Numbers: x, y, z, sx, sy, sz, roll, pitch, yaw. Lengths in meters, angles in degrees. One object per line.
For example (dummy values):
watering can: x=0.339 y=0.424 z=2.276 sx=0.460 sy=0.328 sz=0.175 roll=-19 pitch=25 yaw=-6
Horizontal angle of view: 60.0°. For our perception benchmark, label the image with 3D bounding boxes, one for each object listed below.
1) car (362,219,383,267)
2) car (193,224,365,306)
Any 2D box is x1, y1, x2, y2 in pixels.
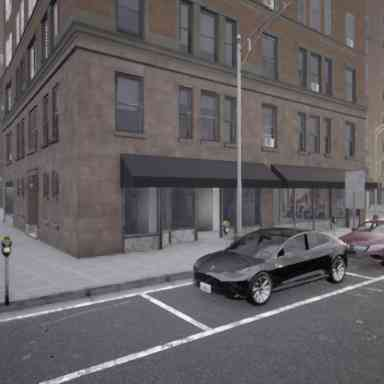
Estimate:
car: x=6.501 y=1.582 z=11.246 sx=4.206 sy=1.307 sz=1.802 roll=0 pitch=0 yaw=-36
car: x=2.040 y=1.566 z=8.026 sx=4.313 sy=1.339 sz=1.947 roll=0 pitch=0 yaw=-36
